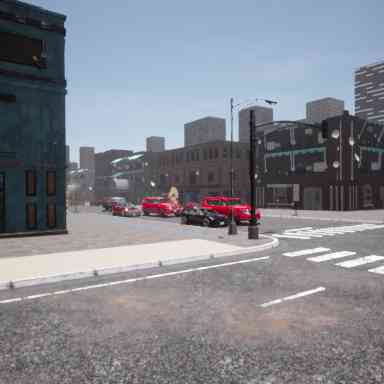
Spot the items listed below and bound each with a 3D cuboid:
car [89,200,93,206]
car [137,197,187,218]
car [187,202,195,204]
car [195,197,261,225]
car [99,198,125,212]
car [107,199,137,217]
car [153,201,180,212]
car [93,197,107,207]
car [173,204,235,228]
[{"bbox_3d":[-19.644,2.228,67.954,1.887,1.381,4.507,-1,0,-36],"label":"car"},{"bbox_3d":[-3.254,1.567,35.061,2.150,2.045,5.566,-1,0,-35],"label":"car"},{"bbox_3d":[-0.338,1.904,40.931,1.802,1.307,4.206,-2,0,-36],"label":"car"},{"bbox_3d":[2.901,1.445,26.472,2.150,2.045,5.566,-1,0,-34],"label":"car"},{"bbox_3d":[-10.655,1.995,45.460,1.837,1.490,4.892,-1,-1,-35],"label":"car"},{"bbox_3d":[-7.159,1.846,36.057,1.967,1.590,4.097,-1,0,-36],"label":"car"},{"bbox_3d":[-3.555,1.966,45.434,1.802,1.307,4.206,-2,0,-36],"label":"car"},{"bbox_3d":[-16.432,1.940,63.449,2.192,1.841,5.009,-1,0,-36],"label":"car"},{"bbox_3d":[0.811,1.814,24.695,1.947,1.339,4.313,-2,0,-36],"label":"car"}]
